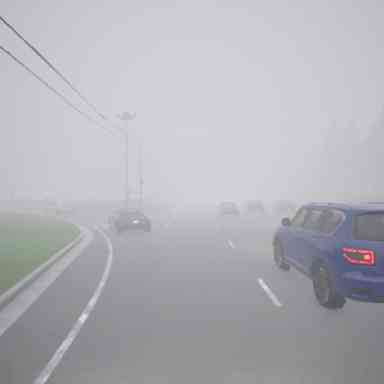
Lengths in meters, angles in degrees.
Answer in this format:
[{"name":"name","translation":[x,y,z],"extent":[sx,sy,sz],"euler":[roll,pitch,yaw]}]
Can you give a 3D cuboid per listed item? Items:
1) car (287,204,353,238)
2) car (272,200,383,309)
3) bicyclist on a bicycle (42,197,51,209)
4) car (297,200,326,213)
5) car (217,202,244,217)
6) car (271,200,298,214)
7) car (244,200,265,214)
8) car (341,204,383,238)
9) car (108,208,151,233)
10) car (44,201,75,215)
[{"name":"car","translation":[7.104,1.562,19.091],"extent":[1.882,1.535,5.008],"euler":[0,0,0]},{"name":"car","translation":[3.603,1.257,8.060],"extent":[2.150,2.045,5.566],"euler":[0,0,0]},{"name":"bicyclist on a bicycle","translation":[-19.903,1.516,45.903],"extent":[0.582,1.620,1.656],"euler":[0,0,33]},{"name":"car","translation":[14.107,1.740,39.615],"extent":[1.994,1.385,4.181],"euler":[0,0,0]},{"name":"car","translation":[3.606,1.700,33.658],"extent":[2.033,1.411,5.357],"euler":[0,0,0]},{"name":"car","translation":[10.606,1.677,38.557],"extent":[1.837,1.490,4.892],"euler":[0,0,0]},{"name":"car","translation":[7.107,1.678,38.514],"extent":[1.837,1.490,4.892],"euler":[0,0,0]},{"name":"car","translation":[10.604,1.562,19.124],"extent":[1.882,1.535,5.008],"euler":[0,0,0]},{"name":"car","translation":[-3.923,1.657,20.549],"extent":[1.994,1.385,4.181],"euler":[0,0,-22]},{"name":"car","translation":[-14.440,1.695,36.192],"extent":[1.812,1.442,4.674],"euler":[1,-1,-45]}]
